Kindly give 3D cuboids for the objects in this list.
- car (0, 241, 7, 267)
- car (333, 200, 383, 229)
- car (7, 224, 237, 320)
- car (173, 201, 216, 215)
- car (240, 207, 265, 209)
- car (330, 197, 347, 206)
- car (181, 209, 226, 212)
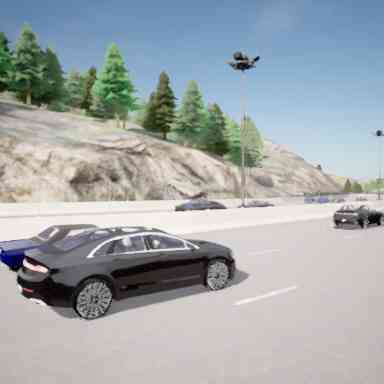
[{"bbox_3d":[-3.200,1.628,10.192,4.718,1.301,1.895,0,0,-37],"label":"car"},{"bbox_3d":[11.160,1.556,22.134,4.902,1.511,2.128,0,0,-42],"label":"car"},{"bbox_3d":[-1.132,1.512,7.404,4.902,1.511,2.128,0,0,-37],"label":"car"},{"bbox_3d":[0.352,1.701,36.206,4.718,1.301,1.895,0,0,-43],"label":"car"},{"bbox_3d":[6.003,1.581,31.938,4.902,1.511,2.128,0,0,-44],"label":"car"},{"bbox_3d":[27.598,1.700,62.555,2.128,1.511,4.902,0,0,35],"label":"car"},{"bbox_3d":[1.297,1.595,32.343,4.892,1.490,1.837,0,0,-43],"label":"car"}]
